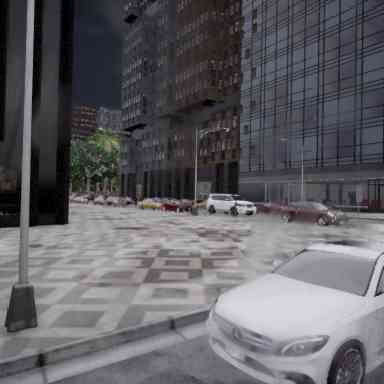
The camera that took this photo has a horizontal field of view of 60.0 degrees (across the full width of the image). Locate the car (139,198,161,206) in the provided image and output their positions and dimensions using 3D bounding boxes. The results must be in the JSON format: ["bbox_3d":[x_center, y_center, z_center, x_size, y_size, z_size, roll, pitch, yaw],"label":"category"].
[{"bbox_3d":[-7.377,1.722,58.040,2.008,1.369,4.403,2,-1,-35],"label":"car"}]

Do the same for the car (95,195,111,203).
[{"bbox_3d":[-20.290,1.513,75.515,2.097,1.767,4.553,2,-1,-35],"label":"car"}]

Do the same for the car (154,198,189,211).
[{"bbox_3d":[-2.643,1.503,41.328,2.128,1.511,4.902,2,-1,-35],"label":"car"}]

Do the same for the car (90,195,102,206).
[{"bbox_3d":[-14.322,1.529,53.098,1.802,1.307,4.206,2,-1,-35],"label":"car"}]

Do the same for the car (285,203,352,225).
[{"bbox_3d":[9.259,1.562,24.604,1.994,1.385,4.181,2,-1,-36],"label":"car"}]

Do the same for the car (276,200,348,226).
[{"bbox_3d":[7.961,1.367,21.847,1.967,1.590,4.097,2,-1,-37],"label":"car"}]

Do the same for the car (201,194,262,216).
[{"bbox_3d":[3.700,1.223,32.426,2.150,2.045,5.566,2,-1,-35],"label":"car"}]

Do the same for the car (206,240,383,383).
[{"bbox_3d":[2.383,1.528,5.081,4.674,1.442,1.812,0,0,-35],"label":"car"}]

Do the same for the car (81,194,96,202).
[{"bbox_3d":[-26.482,1.484,84.849,2.192,1.841,5.009,2,-1,-35],"label":"car"}]

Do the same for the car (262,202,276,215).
[{"bbox_3d":[8.547,1.740,35.700,1.802,1.307,4.206,2,-1,-35],"label":"car"}]

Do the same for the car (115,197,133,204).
[{"bbox_3d":[-13.747,1.736,66.975,1.947,1.339,4.313,2,-1,-35],"label":"car"}]

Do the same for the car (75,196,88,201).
[{"bbox_3d":[-29.770,1.694,89.452,1.752,1.417,4.829,2,-1,-35],"label":"car"}]

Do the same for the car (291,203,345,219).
[{"bbox_3d":[11.732,1.720,31.232,1.947,1.339,4.313,2,-1,-35],"label":"car"}]

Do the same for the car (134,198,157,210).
[{"bbox_3d":[-4.666,1.466,39.555,1.752,1.417,4.829,2,-1,-35],"label":"car"}]

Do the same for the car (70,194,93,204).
[{"bbox_3d":[-20.593,1.472,61.898,1.752,1.417,4.829,2,-1,-35],"label":"car"}]

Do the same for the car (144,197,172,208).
[{"bbox_3d":[-5.172,1.589,50.263,2.128,1.511,4.902,2,-1,-35],"label":"car"}]

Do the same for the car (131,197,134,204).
[{"bbox_3d":[-11.245,1.624,58.709,1.812,1.442,4.674,2,-1,-35],"label":"car"}]

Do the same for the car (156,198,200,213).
[{"bbox_3d":[-1.579,1.482,35.225,1.887,1.381,4.507,2,-1,-35],"label":"car"}]

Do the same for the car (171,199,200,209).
[{"bbox_3d":[-1.007,1.718,49.103,2.008,1.369,4.403,2,-1,-35],"label":"car"}]

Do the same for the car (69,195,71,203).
[{"bbox_3d":[-23.876,1.386,66.507,1.967,1.590,4.097,2,-1,-35],"label":"car"}]

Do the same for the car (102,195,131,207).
[{"bbox_3d":[-11.134,1.386,48.632,1.967,1.590,4.097,2,-1,-35],"label":"car"}]
